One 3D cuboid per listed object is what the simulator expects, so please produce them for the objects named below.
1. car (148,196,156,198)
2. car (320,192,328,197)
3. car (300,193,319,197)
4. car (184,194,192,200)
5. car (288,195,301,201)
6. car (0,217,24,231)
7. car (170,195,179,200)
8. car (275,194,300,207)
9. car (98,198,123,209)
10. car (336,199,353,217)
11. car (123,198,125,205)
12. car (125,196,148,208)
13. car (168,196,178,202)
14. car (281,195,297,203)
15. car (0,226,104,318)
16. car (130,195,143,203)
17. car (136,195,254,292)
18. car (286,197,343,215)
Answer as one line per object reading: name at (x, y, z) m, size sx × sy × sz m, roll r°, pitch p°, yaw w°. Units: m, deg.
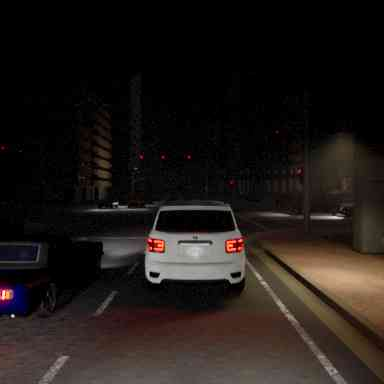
car at (-7.945, 1.500, 58.503) m, size 1.837 × 1.490 × 4.892 m, roll 0°, pitch 1°, yaw 0°
car at (30.148, 1.151, 79.707) m, size 1.932 × 1.855 × 4.605 m, roll 0°, pitch 0°, yaw 0°
car at (16.130, 1.155, 47.073) m, size 1.905 × 1.878 × 3.866 m, roll 0°, pitch 0°, yaw 0°
car at (-0.990, 1.301, 85.825) m, size 1.882 × 1.535 × 5.008 m, roll 0°, pitch 0°, yaw 0°
car at (24.570, 1.393, 79.651) m, size 1.970 × 1.475 × 3.806 m, roll 0°, pitch 0°, yaw 0°
car at (-7.095, 1.477, 10.234) m, size 1.882 × 1.535 × 5.008 m, roll 0°, pitch 0°, yaw 0°
car at (-4.490, 1.376, 85.809) m, size 1.994 × 1.385 × 4.181 m, roll 0°, pitch 0°, yaw 0°
car at (13.236, 1.152, 47.125) m, size 1.932 × 1.855 × 4.605 m, roll 0°, pitch 0°, yaw 0°
car at (-11.407, 1.546, 45.705) m, size 2.033 × 1.411 × 5.357 m, roll 0°, pitch 0°, yaw 0°
car at (15.449, 1.563, 29.361) m, size 4.181 × 1.385 × 1.994 m, roll 0°, pitch 0°, yaw 1°
car at (-11.439, 1.599, 55.491) m, size 1.895 × 1.301 × 4.718 m, roll 0°, pitch 0°, yaw 0°
car at (-7.912, 1.476, 47.804) m, size 1.882 × 1.535 × 5.008 m, roll 0°, pitch 0°, yaw 0°
car at (-4.453, 1.548, 77.656) m, size 1.994 × 1.385 × 4.181 m, roll 0°, pitch 0°, yaw 0°
car at (18.817, 1.394, 64.543) m, size 1.970 × 1.475 × 3.806 m, roll 0°, pitch 0°, yaw 0°
car at (-3.420, 1.601, 7.348) m, size 1.895 × 1.301 × 4.718 m, roll 0°, pitch 0°, yaw 1°
car at (-11.414, 1.476, 69.125) m, size 1.882 × 1.535 × 5.008 m, roll 0°, pitch 0°, yaw 0°
car at (0.093, 1.221, 9.100) m, size 2.150 × 2.045 × 5.566 m, roll 0°, pitch 0°, yaw 1°
car at (12.294, 1.504, 32.896) m, size 4.892 × 1.490 × 1.837 m, roll 0°, pitch 0°, yaw 0°
